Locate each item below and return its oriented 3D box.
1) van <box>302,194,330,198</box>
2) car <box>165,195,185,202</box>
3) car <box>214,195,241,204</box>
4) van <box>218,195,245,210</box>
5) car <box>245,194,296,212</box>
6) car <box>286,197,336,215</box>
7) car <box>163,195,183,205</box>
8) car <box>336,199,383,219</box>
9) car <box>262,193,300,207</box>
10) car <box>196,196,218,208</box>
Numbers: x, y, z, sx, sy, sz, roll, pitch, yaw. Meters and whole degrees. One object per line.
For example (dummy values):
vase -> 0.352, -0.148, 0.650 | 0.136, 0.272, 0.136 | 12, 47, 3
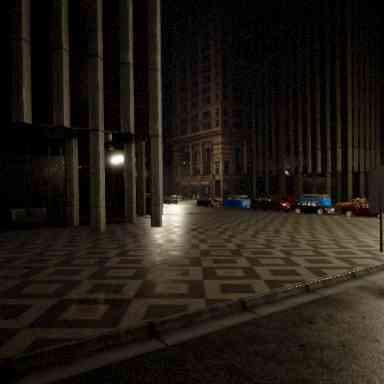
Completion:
van -> 15.795, 1.178, 42.830 | 1.690, 1.788, 3.998 | -1, 1, -36
car -> -3.576, 1.258, 69.731 | 2.008, 1.369, 4.403 | -1, 1, -36
car -> 6.011, 1.297, 56.419 | 1.752, 1.417, 4.829 | -1, 1, -36
van -> 5.637, 1.294, 42.337 | 1.690, 1.788, 3.998 | -1, 1, -36
car -> 8.868, 1.290, 37.855 | 2.192, 1.841, 5.009 | -1, 1, -36
car -> 12.100, 1.549, 33.375 | 2.008, 1.369, 4.403 | -1, 1, -36
car -> -4.053, 1.439, 55.786 | 2.008, 1.369, 4.403 | -1, 1, -36
car -> 15.331, 1.566, 28.892 | 1.887, 1.381, 4.507 | -1, 1, -36
car -> 12.566, 1.130, 47.313 | 2.192, 1.841, 5.009 | -1, 1, -36
car -> 2.408, 1.372, 46.820 | 1.967, 1.590, 4.097 | -1, 1, -36
